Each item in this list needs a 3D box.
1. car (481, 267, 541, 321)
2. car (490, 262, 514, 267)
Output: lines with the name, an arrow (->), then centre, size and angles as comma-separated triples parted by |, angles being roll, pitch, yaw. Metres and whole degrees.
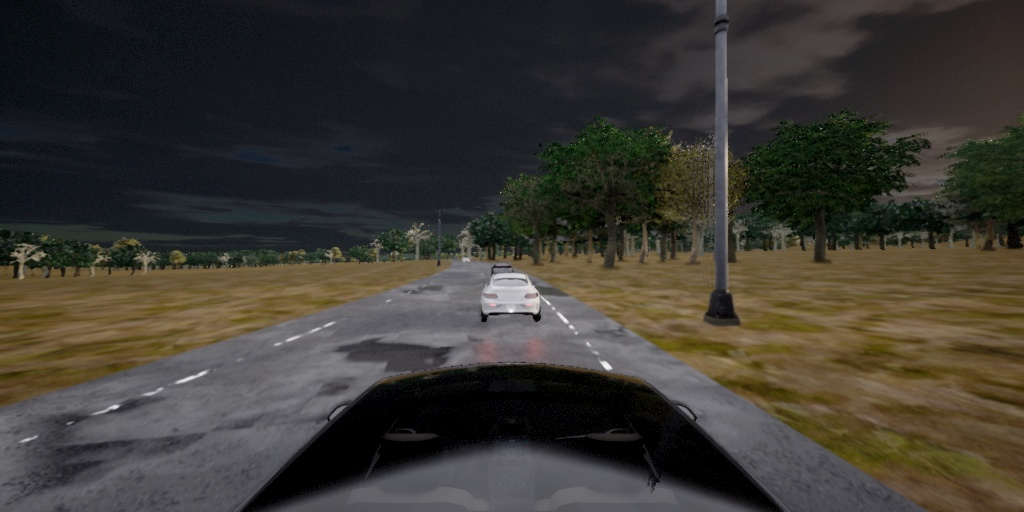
car -> -0.079, 1.278, 12.361 | 1.812, 1.442, 4.674 | 0, 0, -1
car -> -0.875, 1.217, 31.166 | 2.128, 1.511, 4.902 | 0, 0, -4
